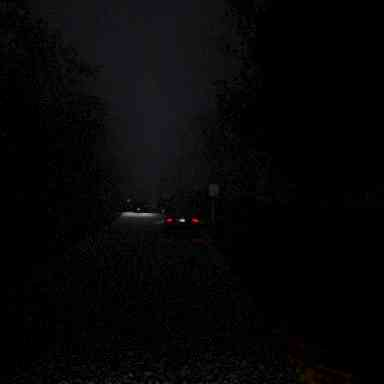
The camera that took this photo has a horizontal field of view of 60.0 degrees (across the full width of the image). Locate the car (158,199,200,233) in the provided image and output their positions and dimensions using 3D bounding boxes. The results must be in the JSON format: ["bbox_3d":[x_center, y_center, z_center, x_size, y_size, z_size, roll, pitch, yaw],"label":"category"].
[{"bbox_3d":[-0.656,1.364,18.368,2.033,1.411,5.357,1,1,-4],"label":"car"}]

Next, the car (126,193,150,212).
[{"bbox_3d":[-4.939,1.080,31.313,2.033,1.411,5.357,2,1,-7],"label":"car"}]

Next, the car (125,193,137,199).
[{"bbox_3d":[-12.948,0.801,70.444,1.895,1.301,4.718,2,0,-16],"label":"car"}]

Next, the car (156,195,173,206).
[{"bbox_3d":[-3.178,1.042,39.553,1.812,1.442,4.674,2,0,-9],"label":"car"}]
